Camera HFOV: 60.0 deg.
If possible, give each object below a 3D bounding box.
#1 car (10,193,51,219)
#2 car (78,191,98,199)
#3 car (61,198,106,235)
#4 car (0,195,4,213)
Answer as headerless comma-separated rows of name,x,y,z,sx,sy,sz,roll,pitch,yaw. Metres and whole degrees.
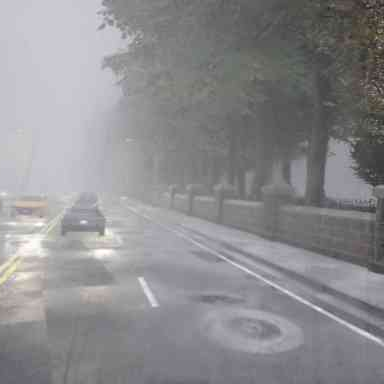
car,-10.708,0.859,22.357,1.882,1.535,5.008,3,0,-17
car,-11.317,0.697,36.154,2.097,1.767,4.553,3,0,-17
car,-5.327,1.250,16.496,1.994,1.385,4.181,3,0,-17
car,-13.925,0.553,21.806,2.097,1.767,4.553,3,0,-17
